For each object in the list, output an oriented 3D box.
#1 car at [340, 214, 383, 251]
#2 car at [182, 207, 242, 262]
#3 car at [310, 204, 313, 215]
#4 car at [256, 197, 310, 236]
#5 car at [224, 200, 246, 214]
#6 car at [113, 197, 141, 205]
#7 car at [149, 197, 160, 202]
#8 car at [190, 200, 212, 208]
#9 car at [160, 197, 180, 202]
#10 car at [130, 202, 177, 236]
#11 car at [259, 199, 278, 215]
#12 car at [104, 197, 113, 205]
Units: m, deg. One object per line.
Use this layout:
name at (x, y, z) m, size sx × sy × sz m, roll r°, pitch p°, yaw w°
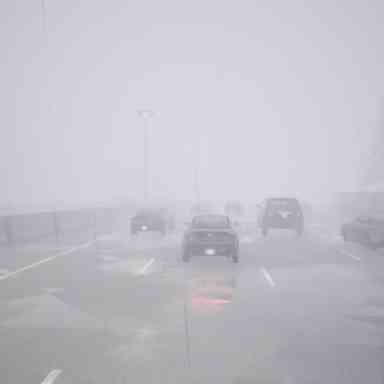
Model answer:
car at (7.952, 1.637, 14.292) m, size 1.994 × 1.385 × 4.181 m, roll 0°, pitch 0°, yaw 6°
car at (0.730, 1.542, 12.334) m, size 1.837 × 1.490 × 4.892 m, roll 0°, pitch 0°, yaw 5°
car at (11.898, 1.653, 35.934) m, size 1.837 × 1.490 × 4.892 m, roll 0°, pitch 0°, yaw 15°
car at (5.015, 1.296, 19.373) m, size 2.150 × 2.045 × 5.566 m, roll 0°, pitch 0°, yaw 8°
car at (4.518, 1.620, 35.297) m, size 1.837 × 1.490 × 4.892 m, roll 0°, pitch 0°, yaw 13°
car at (-10.875, 1.658, 57.565) m, size 2.033 × 1.411 × 5.357 m, roll 0°, pitch 0°, yaw 20°
car at (-6.078, 1.632, 60.397) m, size 2.128 × 1.511 × 4.902 m, roll 0°, pitch 0°, yaw 21°
car at (1.030, 1.628, 35.833) m, size 1.812 × 1.442 × 4.674 m, roll 0°, pitch 0°, yaw 13°
car at (-3.284, 1.745, 57.961) m, size 1.895 × 1.301 × 4.718 m, roll 0°, pitch 0°, yaw 21°
car at (-2.073, 1.548, 18.938) m, size 1.837 × 1.490 × 4.892 m, roll 0°, pitch 0°, yaw 7°
car at (8.528, 1.614, 36.875) m, size 1.882 × 1.535 × 5.008 m, roll 0°, pitch 0°, yaw 15°
car at (-13.865, 1.607, 59.552) m, size 1.837 × 1.490 × 4.892 m, roll 0°, pitch 0°, yaw 20°
